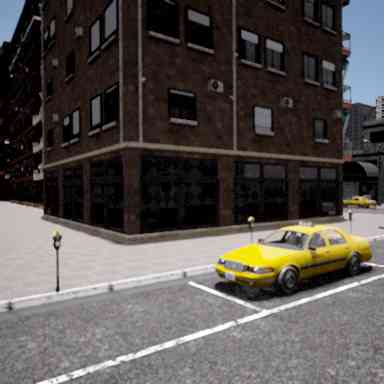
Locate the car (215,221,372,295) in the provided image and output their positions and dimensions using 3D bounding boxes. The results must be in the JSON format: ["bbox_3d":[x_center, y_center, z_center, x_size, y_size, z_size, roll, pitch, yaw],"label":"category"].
[{"bbox_3d":[2.776,1.467,8.557,4.829,1.417,1.752,-1,0,-36],"label":"car"}]

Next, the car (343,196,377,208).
[{"bbox_3d":[19.412,1.153,39.797,1.752,1.417,4.829,0,0,-35],"label":"car"}]
